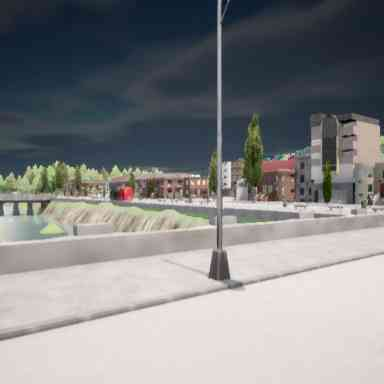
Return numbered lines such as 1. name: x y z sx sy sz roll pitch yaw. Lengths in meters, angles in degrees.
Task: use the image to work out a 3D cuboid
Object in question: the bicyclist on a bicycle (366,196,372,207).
1. bicyclist on a bicycle: 24.928 1.324 46.854 1.656 1.620 0.582 0 0 -35
